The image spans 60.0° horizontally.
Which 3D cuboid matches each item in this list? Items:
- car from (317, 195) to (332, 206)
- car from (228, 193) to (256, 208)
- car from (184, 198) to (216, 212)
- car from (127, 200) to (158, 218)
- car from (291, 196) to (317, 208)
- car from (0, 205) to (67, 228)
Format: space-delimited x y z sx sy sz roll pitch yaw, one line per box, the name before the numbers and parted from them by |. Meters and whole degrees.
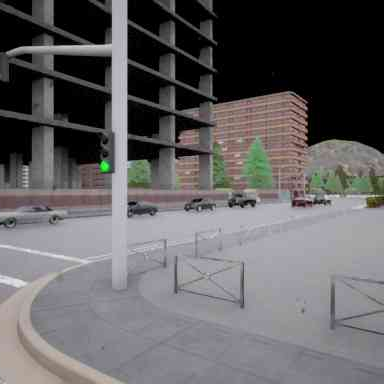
car | 21.682 1.297 55.250 2.097 1.767 4.553 0 0 35
car | 7.200 1.166 47.180 2.150 2.045 5.566 0 0 35
car | 0.976 1.449 38.468 1.837 1.490 4.892 0 0 35
car | -5.019 1.470 30.004 1.812 1.442 4.674 0 0 36
car | 15.469 1.422 46.486 1.882 1.535 5.008 0 0 35
car | -10.795 1.545 21.872 1.895 1.301 4.718 0 0 35
